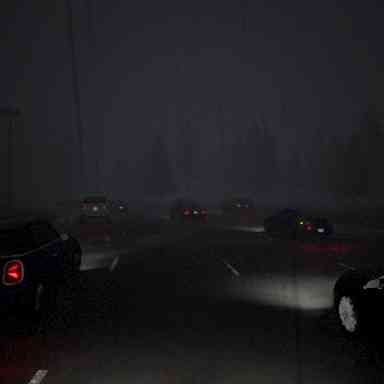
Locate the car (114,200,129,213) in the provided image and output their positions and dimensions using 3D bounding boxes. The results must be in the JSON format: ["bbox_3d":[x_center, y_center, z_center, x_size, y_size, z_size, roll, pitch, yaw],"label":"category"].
[{"bbox_3d":[-8.293,1.564,35.905,1.994,1.385,4.181,0,0,-29],"label":"car"}]

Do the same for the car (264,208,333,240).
[{"bbox_3d":[5.298,1.526,17.046,1.812,1.442,4.674,0,0,-10],"label":"car"}]

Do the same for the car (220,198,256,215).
[{"bbox_3d":[4.516,1.353,33.474,2.097,1.767,4.553,0,0,-18],"label":"car"}]

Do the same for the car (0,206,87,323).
[{"bbox_3d":[-3.880,1.351,7.250,2.097,1.767,4.553,0,0,-7],"label":"car"}]

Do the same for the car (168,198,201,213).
[{"bbox_3d":[-0.930,1.478,37.502,1.882,1.535,5.008,0,-1,-25],"label":"car"}]

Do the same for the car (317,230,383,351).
[{"bbox_3d":[3.359,1.506,3.693,1.837,1.490,4.892,0,0,-2],"label":"car"}]

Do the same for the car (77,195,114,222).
[{"bbox_3d":[-7.637,1.225,25.935,2.150,2.045,5.566,0,0,-18],"label":"car"}]

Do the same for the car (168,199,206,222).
[{"bbox_3d":[-0.498,1.548,26.586,2.033,1.411,5.357,0,0,-17],"label":"car"}]

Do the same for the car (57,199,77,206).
[{"bbox_3d":[-16.790,1.601,46.140,4.718,1.301,1.895,0,0,39],"label":"car"}]
